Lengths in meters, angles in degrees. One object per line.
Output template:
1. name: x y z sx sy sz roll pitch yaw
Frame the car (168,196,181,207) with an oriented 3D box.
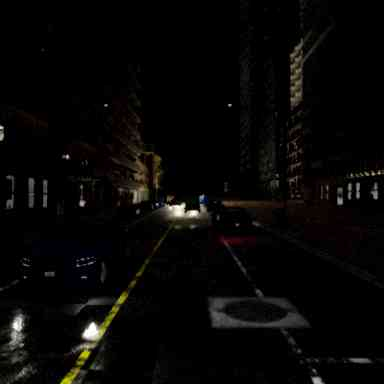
1. car: -2.912 1.813 58.577 1.812 1.442 4.674 0 0 0

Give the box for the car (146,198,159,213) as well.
1. car: -5.612 1.764 40.597 1.947 1.339 4.313 1 0 0

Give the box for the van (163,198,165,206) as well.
1. van: -5.591 1.595 51.738 1.690 1.788 3.998 1 0 0

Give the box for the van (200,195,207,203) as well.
1. van: 2.843 1.762 85.141 1.690 1.788 3.998 1 0 0

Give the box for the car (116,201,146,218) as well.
1. car: -5.630 1.688 29.458 1.887 1.381 4.507 1 0 0

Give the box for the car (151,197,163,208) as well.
1. car: -5.603 1.777 46.167 2.008 1.369 4.403 1 0 0

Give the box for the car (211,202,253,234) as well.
1. car: 2.395 1.574 19.989 1.882 1.535 5.008 0 0 0

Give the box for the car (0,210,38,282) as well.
1. car: -5.662 1.351 7.182 2.192 1.841 5.009 1 0 0

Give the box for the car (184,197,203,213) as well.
1. car: 0.093 1.670 39.702 1.882 1.535 5.008 0 0 1

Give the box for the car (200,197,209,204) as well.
1. car: 2.823 1.890 74.170 1.752 1.417 4.829 1 0 0

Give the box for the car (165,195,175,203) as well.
1. car: -5.536 1.738 85.155 2.192 1.841 5.009 1 0 0

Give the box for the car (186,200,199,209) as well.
1. car: 0.083 1.848 50.518 1.895 1.301 4.718 0 0 0

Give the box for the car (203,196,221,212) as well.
1. car: 2.770 1.637 40.584 1.967 1.590 4.097 1 0 0

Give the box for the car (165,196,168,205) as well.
1. car: -5.584 1.806 57.137 1.752 1.417 4.829 1 0 0

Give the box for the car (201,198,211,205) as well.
1. car: 2.813 1.918 68.430 1.802 1.307 4.206 1 0 0

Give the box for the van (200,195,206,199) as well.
1. van: 2.799 1.621 57.293 1.690 1.788 3.998 1 0 0

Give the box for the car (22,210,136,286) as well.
1. car: -3.084 1.525 9.734 1.882 1.535 5.008 0 0 0
